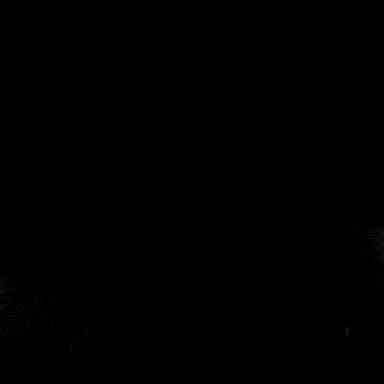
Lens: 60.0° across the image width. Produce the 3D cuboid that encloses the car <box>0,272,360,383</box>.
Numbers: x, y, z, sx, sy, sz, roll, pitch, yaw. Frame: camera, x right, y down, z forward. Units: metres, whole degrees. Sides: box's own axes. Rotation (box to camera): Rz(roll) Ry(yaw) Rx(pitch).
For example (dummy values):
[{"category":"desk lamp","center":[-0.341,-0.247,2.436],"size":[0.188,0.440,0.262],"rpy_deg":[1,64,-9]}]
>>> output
[{"category":"car","center":[-0.677,1.547,2.895],"size":[5.357,1.411,2.033],"rpy_deg":[0,0,-35]}]
